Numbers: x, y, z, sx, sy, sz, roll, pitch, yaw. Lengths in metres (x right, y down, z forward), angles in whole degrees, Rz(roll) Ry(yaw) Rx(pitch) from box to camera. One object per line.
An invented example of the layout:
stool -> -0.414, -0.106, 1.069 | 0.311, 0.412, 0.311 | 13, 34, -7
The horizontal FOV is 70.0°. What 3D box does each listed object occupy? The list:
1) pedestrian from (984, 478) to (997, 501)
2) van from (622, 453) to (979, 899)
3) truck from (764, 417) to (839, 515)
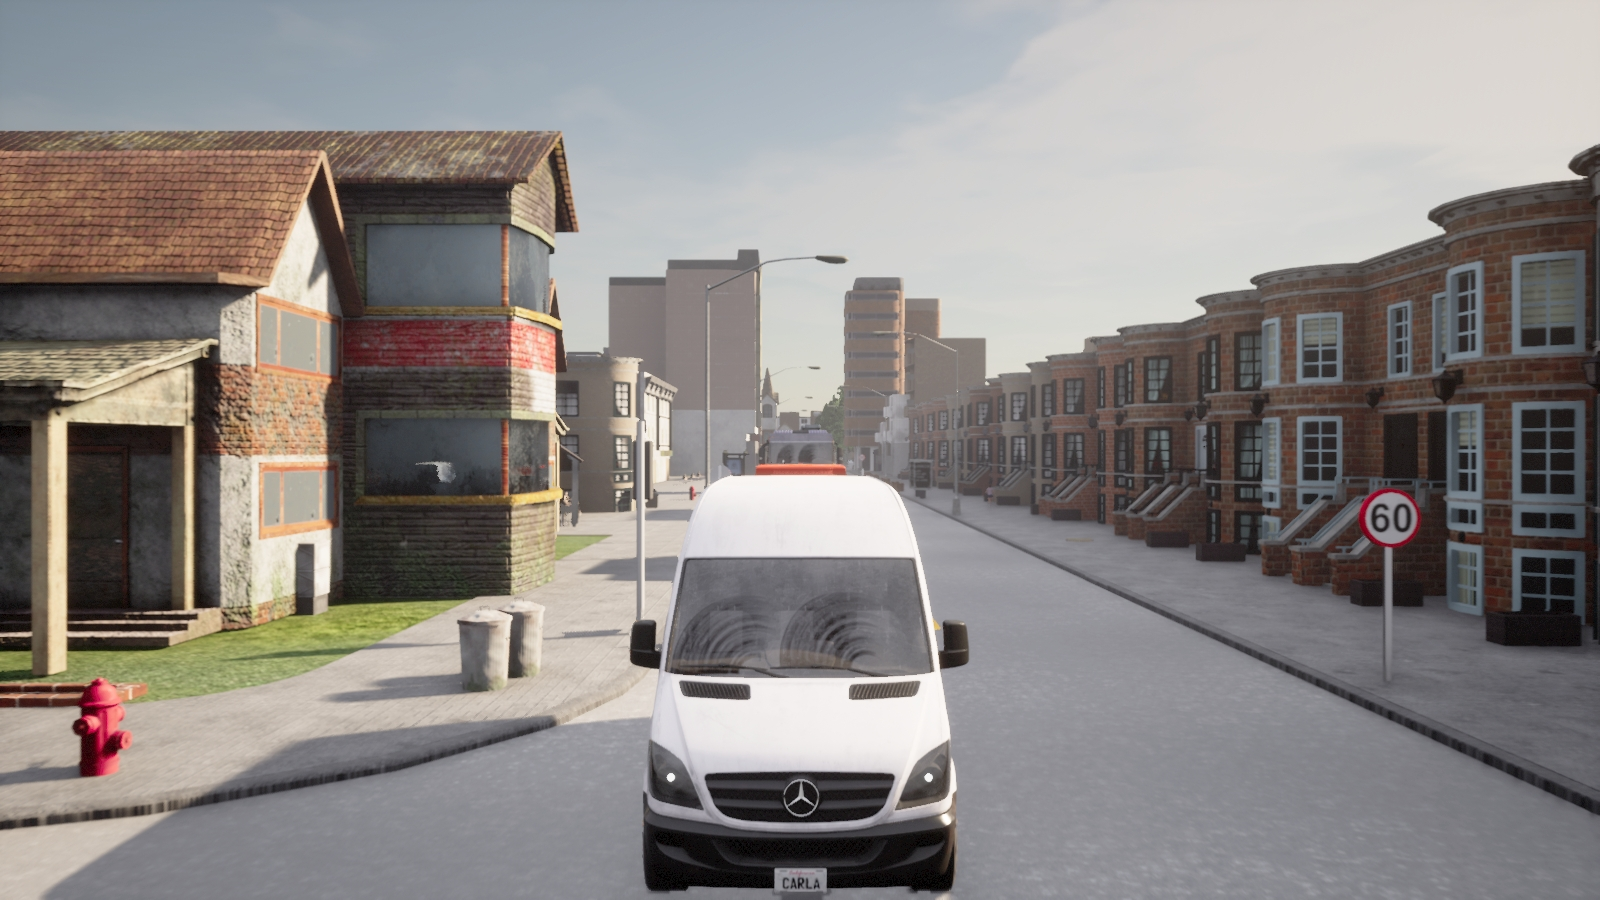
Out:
pedestrian -> 9.140, 1.901, 54.780 | 0.500, 1.100, 0.500 | 0, 0, -7
van -> 0.004, 1.314, 9.315 | 1.988, 2.561, 5.915 | 0, 0, 0
truck -> 0.030, 0.662, 48.857 | 2.891, 3.827, 8.468 | 0, -1, 0
